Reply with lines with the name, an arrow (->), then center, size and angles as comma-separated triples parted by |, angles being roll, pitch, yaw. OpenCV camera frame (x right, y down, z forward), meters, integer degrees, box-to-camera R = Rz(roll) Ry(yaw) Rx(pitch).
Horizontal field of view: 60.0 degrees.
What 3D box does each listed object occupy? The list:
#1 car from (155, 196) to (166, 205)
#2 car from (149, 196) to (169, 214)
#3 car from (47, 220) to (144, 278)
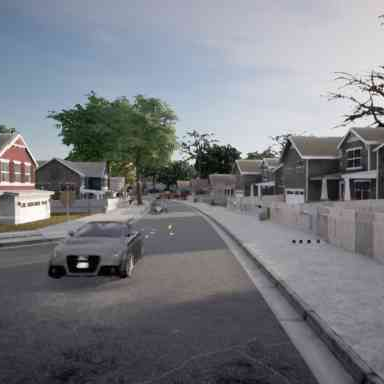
car -> -5.761, 1.573, 60.329 | 1.837, 1.490, 4.892 | 0, 0, -7
car -> -3.480, 1.545, 35.481 | 2.128, 1.511, 4.902 | 0, 0, -4
car -> -2.624, 1.568, 9.977 | 1.994, 1.385, 4.181 | 0, 0, 0
